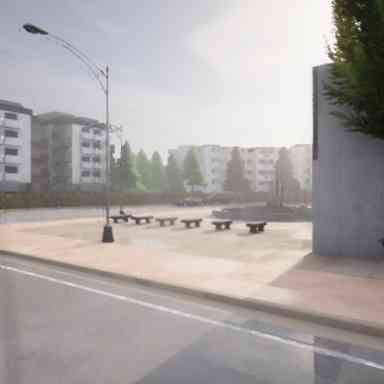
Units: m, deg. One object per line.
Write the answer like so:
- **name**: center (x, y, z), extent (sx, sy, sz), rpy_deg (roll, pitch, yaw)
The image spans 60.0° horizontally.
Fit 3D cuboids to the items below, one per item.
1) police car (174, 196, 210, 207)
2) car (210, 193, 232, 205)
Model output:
- **police car**: center (-0.247, 1.463, 51.012), extent (5.238, 1.638, 1.930), rpy_deg (0, 0, -33)
- **car**: center (4.200, 1.261, 57.399), extent (5.566, 2.045, 2.150), rpy_deg (0, 0, -25)
